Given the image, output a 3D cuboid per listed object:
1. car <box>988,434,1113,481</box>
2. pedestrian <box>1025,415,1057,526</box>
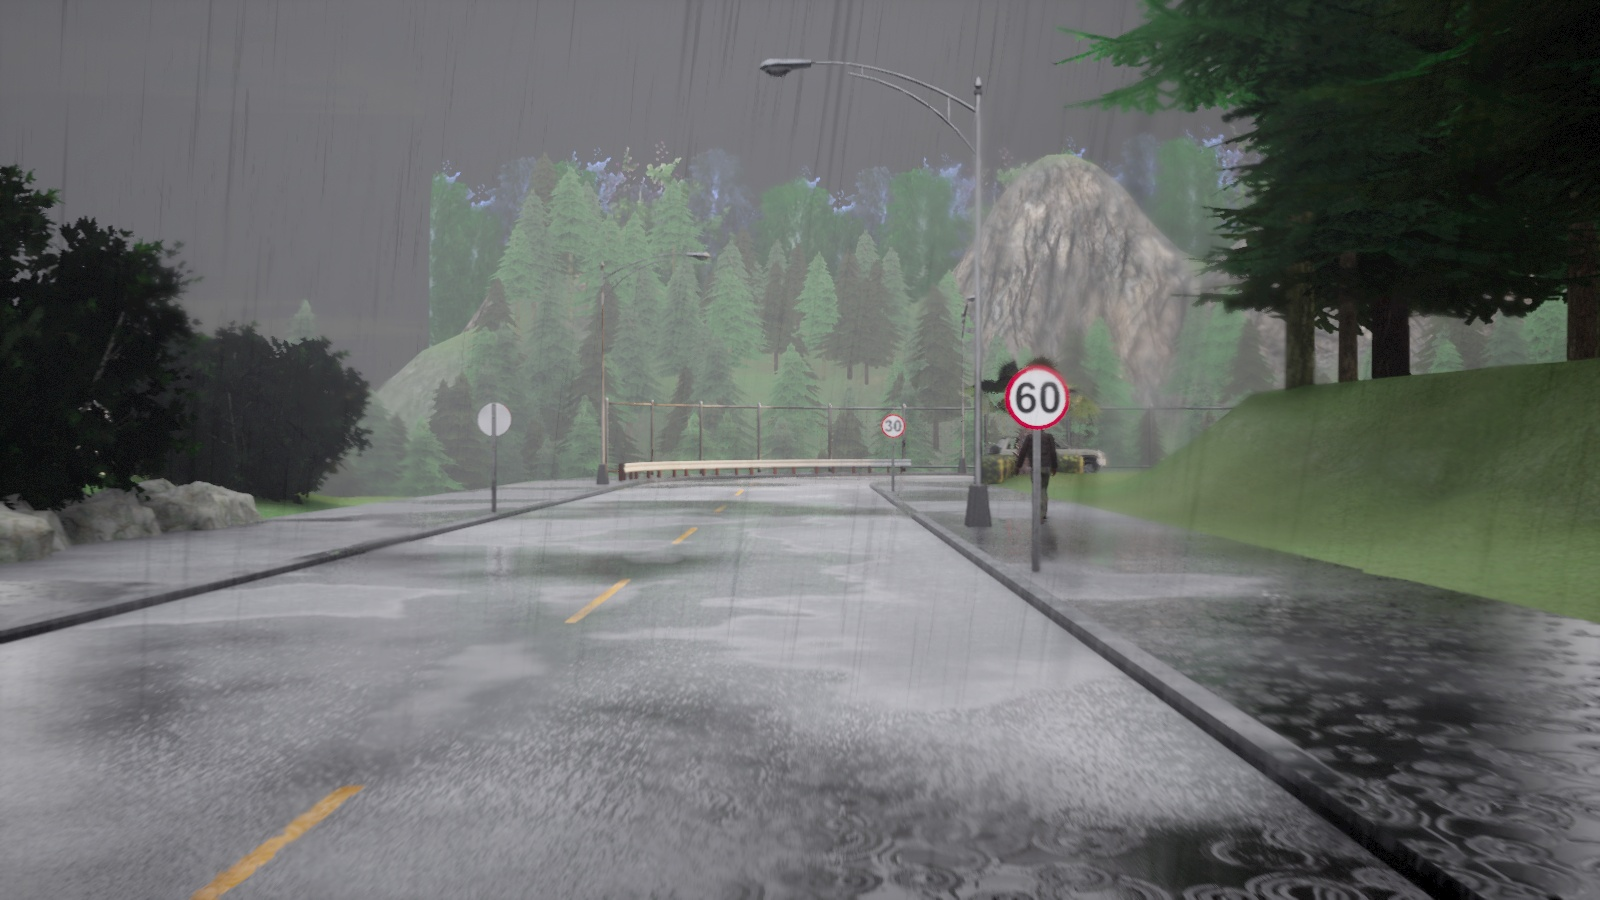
[{"bbox_3d":[10.124,0.284,50.924,4.605,1.855,1.932,0,0,-3],"label":"car"},{"bbox_3d":[4.092,0.339,21.329,0.431,1.840,0.703,0,0,2],"label":"pedestrian"}]
